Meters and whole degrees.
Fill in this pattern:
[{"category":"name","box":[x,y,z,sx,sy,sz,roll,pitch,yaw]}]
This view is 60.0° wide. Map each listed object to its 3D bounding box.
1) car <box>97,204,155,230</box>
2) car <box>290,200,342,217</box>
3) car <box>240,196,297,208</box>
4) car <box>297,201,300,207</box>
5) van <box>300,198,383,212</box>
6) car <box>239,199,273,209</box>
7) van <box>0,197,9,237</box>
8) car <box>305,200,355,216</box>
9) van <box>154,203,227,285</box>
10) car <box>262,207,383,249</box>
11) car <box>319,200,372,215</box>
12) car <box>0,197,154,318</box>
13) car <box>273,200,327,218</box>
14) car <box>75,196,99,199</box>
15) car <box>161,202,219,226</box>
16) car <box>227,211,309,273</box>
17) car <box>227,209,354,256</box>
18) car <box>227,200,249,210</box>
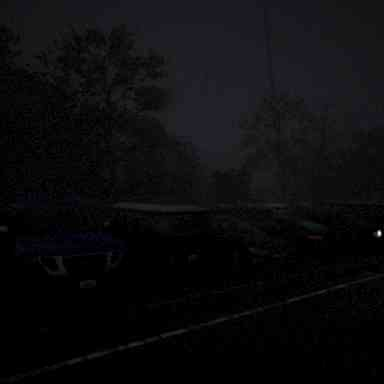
[{"category":"car","box":[-4.735,1.630,23.282,2.163,1.488,4.792,1,0,-36]},{"category":"car","box":[13.356,1.721,36.169,2.231,1.521,4.892,0,0,-36]},{"category":"car","box":[6.599,1.434,31.303,2.435,2.045,5.566,0,0,-36]},{"category":"car","box":[8.838,1.697,32.942,2.097,1.535,5.008,0,0,-36]},{"category":"van","box":[7.909,1.421,16.345,1.878,1.987,4.442,0,0,-36]},{"category":"car","box":[4.327,1.675,29.709,2.231,1.521,4.892,0,0,-36]},{"category":"van","box":[-11.562,1.287,18.516,1.878,1.987,4.442,1,0,-36]},{"category":"car","box":[15.601,1.761,37.800,2.163,1.488,4.792,0,0,-36]},{"category":"van","box":[-1.223,1.326,9.826,1.878,1.987,4.442,1,0,-36]},{"category":"car","box":[5.677,1.659,14.645,2.163,1.488,4.792,0,0,-36]},{"category":"car","box":[17.985,1.740,39.238,1.946,1.575,5.366,0,0,-36]},{"category":"car","box":[-3.418,1.268,8.082,2.435,2.045,5.566,1,-1,-36]},{"category":"car","box":[11.097,1.708,34.556,2.097,1.535,5.008,0,0,-36]},{"category":"car","box":[-6.958,1.323,21.624,2.435,2.045,5.566,1,0,-36]},{"category":"car","box":[-0.305,1.640,26.636,1.946,1.575,5.366,0,0,-35]},{"category":"car","box":[1.124,1.581,11.366,2.231,1.521,4.892,1,0,-36]},{"category":"car","box":[3.410,1.646,12.987,2.002,1.452,4.674,1,0,-36]},{"category":"car","box":[2.066,1.659,28.095,2.097,1.535,5.008,0,0,-36]}]
